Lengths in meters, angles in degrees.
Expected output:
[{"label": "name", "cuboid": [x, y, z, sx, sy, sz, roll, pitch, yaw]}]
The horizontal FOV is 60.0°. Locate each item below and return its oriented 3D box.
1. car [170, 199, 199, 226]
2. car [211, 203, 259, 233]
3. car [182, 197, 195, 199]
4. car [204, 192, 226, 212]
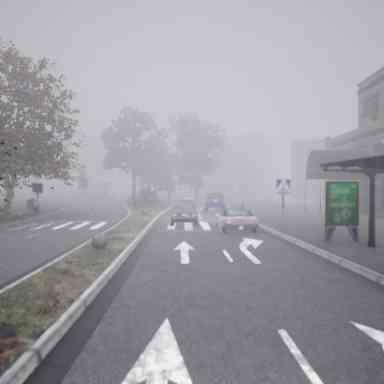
[{"label": "car", "cuboid": [-0.554, 1.463, 22.973, 2.033, 1.411, 5.357, 0, 0, -2]}, {"label": "car", "cuboid": [2.443, 1.530, 19.196, 1.895, 1.301, 4.718, 0, 0, -2]}, {"label": "car", "cuboid": [-0.323, 1.284, 37.194, 1.837, 1.490, 4.892, 0, 1, 3]}, {"label": "car", "cuboid": [2.501, 1.012, 36.323, 2.150, 2.045, 5.566, 0, 1, 3]}]
